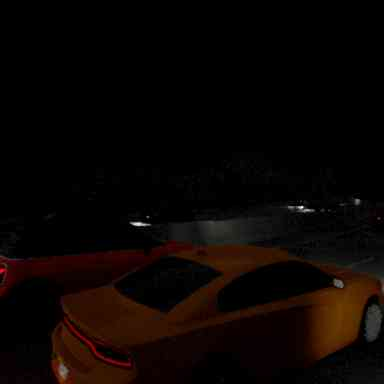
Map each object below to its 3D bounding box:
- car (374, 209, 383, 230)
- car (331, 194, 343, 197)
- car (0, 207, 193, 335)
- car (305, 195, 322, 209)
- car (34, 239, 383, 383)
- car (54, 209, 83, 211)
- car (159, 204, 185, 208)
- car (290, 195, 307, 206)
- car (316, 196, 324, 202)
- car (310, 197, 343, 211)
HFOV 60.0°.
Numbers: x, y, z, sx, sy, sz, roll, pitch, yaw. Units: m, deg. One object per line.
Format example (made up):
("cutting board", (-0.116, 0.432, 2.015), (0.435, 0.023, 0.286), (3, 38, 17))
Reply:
("car", (12.892, 1.588, 20.846), (2.033, 1.411, 5.357), (0, 0, 41))
("car", (31.167, 1.479, 71.540), (2.150, 2.045, 5.566), (0, 0, 21))
("car", (-1.807, 1.373, 7.028), (4.553, 1.767, 2.097), (0, 0, -37))
("car", (17.987, 1.656, 48.341), (1.882, 1.535, 5.008), (0, 0, 25))
("car", (0.780, 1.488, 4.583), (5.008, 1.535, 1.882), (0, 0, -37))
("car", (-6.553, 1.582, 16.859), (4.674, 1.442, 1.812), (0, 0, -39))
("car", (-1.856, 1.657, 25.839), (1.994, 1.385, 4.181), (0, 0, 44))
("car", (18.548, 1.597, 58.560), (2.097, 1.767, 4.553), (0, 0, 22))
("car", (33.277, 1.857, 86.603), (1.812, 1.442, 4.674), (0, 0, 21))
("car", (14.197, 1.597, 34.548), (2.128, 1.511, 4.902), (0, 0, 33))
